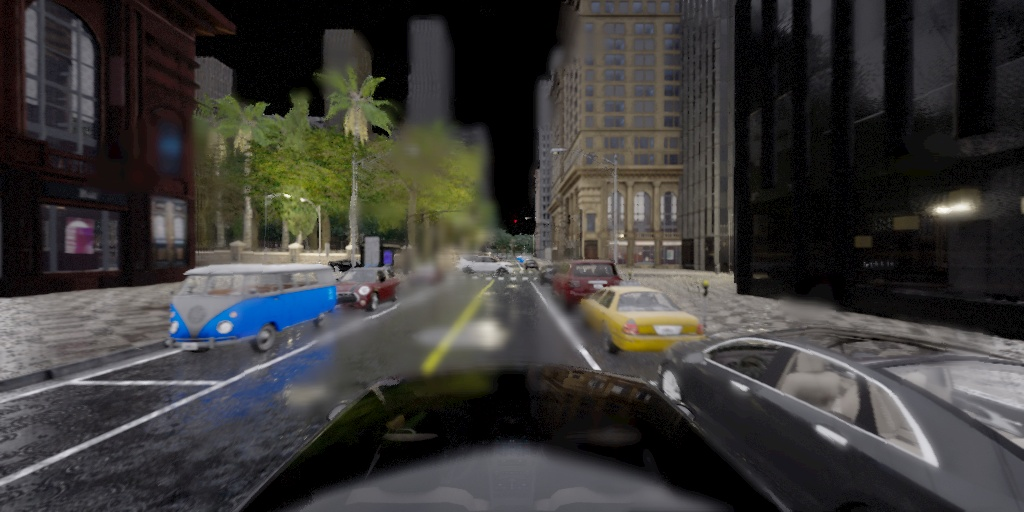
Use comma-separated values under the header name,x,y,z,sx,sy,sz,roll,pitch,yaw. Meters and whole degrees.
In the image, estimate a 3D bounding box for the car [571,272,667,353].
name,x,y,z,sx,sy,sz,roll,pitch,yaw
car,2.762,1.272,8.666,1.751,1.417,4.829,0,0,0

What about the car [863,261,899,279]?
name,x,y,z,sx,sy,sz,roll,pitch,yaw
car,39.429,1.556,39.327,5.566,2.045,2.150,1,0,0

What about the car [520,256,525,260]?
name,x,y,z,sx,sy,sz,roll,pitch,yaw
car,2.761,1.220,62.220,1.751,1.417,4.829,0,0,0

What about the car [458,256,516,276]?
name,x,y,z,sx,sy,sz,roll,pitch,yaw
car,-2.690,0.993,36.292,5.566,2.045,2.150,1,1,0

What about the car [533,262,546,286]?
name,x,y,z,sx,sy,sz,roll,pitch,yaw
car,2.762,1.301,24.772,1.948,1.339,4.313,0,0,0

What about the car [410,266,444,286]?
name,x,y,z,sx,sy,sz,roll,pitch,yaw
car,-5.764,1.317,24.790,1.802,1.307,4.207,0,0,0

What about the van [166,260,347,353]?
name,x,y,z,sx,sy,sz,roll,pitch,yaw
van,-5.763,1.087,8.511,1.690,1.789,3.998,0,0,0

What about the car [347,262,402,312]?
name,x,y,z,sx,sy,sz,roll,pitch,yaw
car,-5.763,1.183,13.937,1.967,1.591,4.097,0,0,0

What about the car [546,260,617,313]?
name,x,y,z,sx,sy,sz,roll,pitch,yaw
car,2.762,1.058,13.922,2.192,1.841,5.009,0,0,0

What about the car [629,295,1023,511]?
name,x,y,z,sx,sy,sz,roll,pitch,yaw
car,2.762,1.300,3.071,2.007,1.370,4.403,0,0,0

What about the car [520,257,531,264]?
name,x,y,z,sx,sy,sz,roll,pitch,yaw
car,2.761,1.267,56.630,1.948,1.339,4.313,0,0,0

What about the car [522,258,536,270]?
name,x,y,z,sx,sy,sz,roll,pitch,yaw
car,2.761,1.274,51.209,1.948,1.339,4.313,0,0,0

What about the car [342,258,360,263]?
name,x,y,z,sx,sy,sz,roll,pitch,yaw
car,-15.930,1.006,36.315,5.008,1.535,1.882,2,0,0
